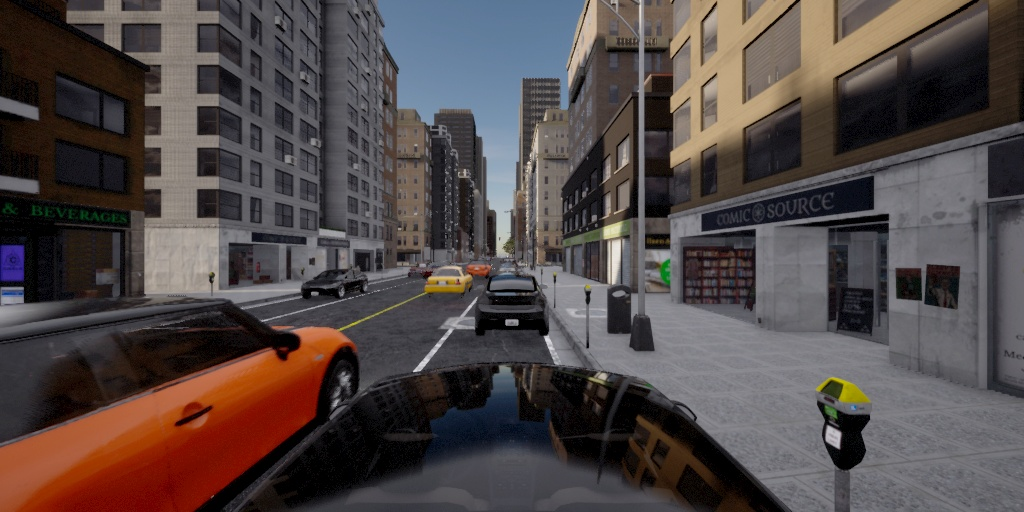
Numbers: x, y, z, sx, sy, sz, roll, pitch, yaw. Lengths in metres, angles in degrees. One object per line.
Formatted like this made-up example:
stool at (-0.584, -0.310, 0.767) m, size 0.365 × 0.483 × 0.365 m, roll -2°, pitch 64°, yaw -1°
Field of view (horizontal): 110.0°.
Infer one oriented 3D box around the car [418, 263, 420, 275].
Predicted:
car at (-6.246, 1.351, 30.664) m, size 1.895 × 1.301 × 4.718 m, roll 0°, pitch 0°, yaw 0°

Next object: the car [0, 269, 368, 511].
car at (-3.054, 1.101, 2.869) m, size 2.097 × 1.767 × 4.553 m, roll 0°, pitch 0°, yaw 0°

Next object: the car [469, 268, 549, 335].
car at (0.000, 1.254, 10.500) m, size 1.837 × 1.490 × 4.892 m, roll 0°, pitch 0°, yaw 0°

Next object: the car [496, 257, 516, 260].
car at (-0.288, 1.066, 40.309) m, size 2.192 × 1.841 × 5.009 m, roll 0°, pitch 0°, yaw 0°

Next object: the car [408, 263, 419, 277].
car at (-8.814, 1.333, 34.778) m, size 1.802 × 1.307 × 4.207 m, roll 0°, pitch 0°, yaw 0°

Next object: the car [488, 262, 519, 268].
car at (-0.288, 1.301, 23.738) m, size 2.007 × 1.370 × 4.403 m, roll 0°, pitch 0°, yaw 0°

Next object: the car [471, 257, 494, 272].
car at (-3.053, 1.102, 33.361) m, size 2.097 × 1.767 × 4.553 m, roll 0°, pitch 0°, yaw 0°

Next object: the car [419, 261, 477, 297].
car at (-3.146, 1.207, 18.752) m, size 1.801 × 1.575 × 5.366 m, roll 0°, pitch 0°, yaw 0°
